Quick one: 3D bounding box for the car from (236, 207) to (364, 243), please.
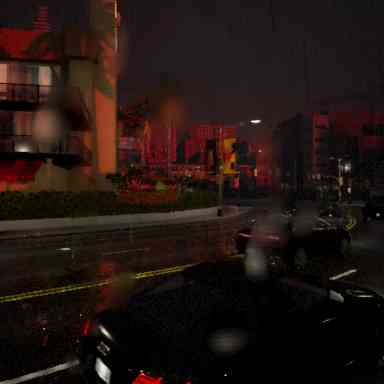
[{"bbox_3d":[3.501,1.486,11.018,4.902,1.511,2.128,0,0,-42],"label":"car"}]

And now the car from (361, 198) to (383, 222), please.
[{"bbox_3d":[14.313,1.467,25.911,1.882,1.535,5.008,0,0,25],"label":"car"}]

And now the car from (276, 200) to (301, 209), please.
[{"bbox_3d":[9.225,1.543,31.662,1.837,1.490,4.892,0,0,19],"label":"car"}]

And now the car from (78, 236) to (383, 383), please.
[{"bbox_3d":[0.799,1.562,4.192,4.181,1.385,1.994,0,0,-37],"label":"car"}]

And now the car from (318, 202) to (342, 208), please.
[{"bbox_3d":[12.534,1.588,30.522,2.033,1.411,5.357,0,0,19],"label":"car"}]
